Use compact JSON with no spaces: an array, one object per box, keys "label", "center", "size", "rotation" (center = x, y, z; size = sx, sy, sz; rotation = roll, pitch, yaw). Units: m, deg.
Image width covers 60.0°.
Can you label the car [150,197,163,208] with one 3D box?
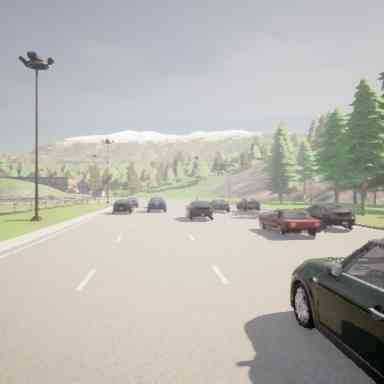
[{"label":"car","center":[-5.095,1.523,47.883],"size":[1.812,1.442,4.674],"rotation":[0,0,-7]}]

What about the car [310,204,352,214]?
[{"label":"car","center":[8.352,1.503,21.098],"size":[1.837,1.490,4.892],"rotation":[0,0,-6]}]

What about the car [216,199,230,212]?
[{"label":"car","center":[3.015,1.544,38.080],"size":[2.033,1.411,5.357],"rotation":[0,0,-6]}]

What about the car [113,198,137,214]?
[{"label":"car","center":[-7.275,1.475,35.561],"size":[1.882,1.535,5.008],"rotation":[0,0,-6]}]

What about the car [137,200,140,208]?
[{"label":"car","center":[-8.552,1.523,47.367],"size":[1.812,1.442,4.674],"rotation":[0,0,-6]}]

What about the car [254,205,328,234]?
[{"label":"car","center":[5.159,1.599,18.123],"size":[1.895,1.301,4.718],"rotation":[0,0,-6]}]

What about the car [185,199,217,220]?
[{"label":"car","center":[0.565,1.503,28.126],"size":[1.837,1.490,4.892],"rotation":[0,0,-6]}]

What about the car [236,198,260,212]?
[{"label":"car","center":[6.471,1.488,38.669],"size":[2.128,1.511,4.902],"rotation":[0,0,-6]}]

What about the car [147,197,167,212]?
[{"label":"car","center":[-4.021,1.350,38.004],"size":[2.097,1.767,4.553],"rotation":[0,0,-7]}]

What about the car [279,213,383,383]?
[{"label":"car","center":[2.927,1.351,4.152],"size":[2.097,1.767,4.553],"rotation":[0,0,-4]}]
